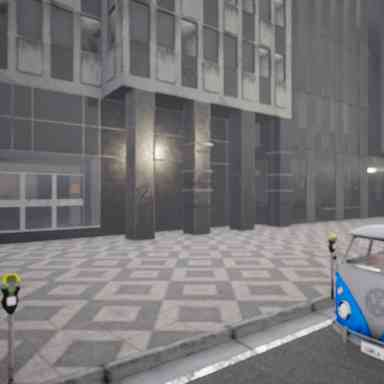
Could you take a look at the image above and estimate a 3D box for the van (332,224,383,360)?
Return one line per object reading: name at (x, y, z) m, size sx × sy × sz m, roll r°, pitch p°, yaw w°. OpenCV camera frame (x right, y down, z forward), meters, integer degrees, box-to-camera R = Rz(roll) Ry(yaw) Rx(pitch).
van at (3.828, 1.333, 5.116) m, size 3.998 × 1.788 × 1.690 m, roll 0°, pitch 0°, yaw -35°
